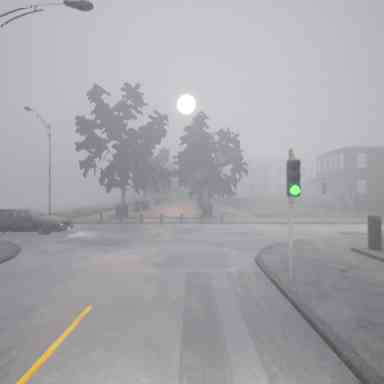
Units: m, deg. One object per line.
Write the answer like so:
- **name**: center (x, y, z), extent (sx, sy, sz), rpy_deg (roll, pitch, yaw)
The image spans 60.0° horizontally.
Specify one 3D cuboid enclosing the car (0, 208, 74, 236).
- **car**: center (-9.475, 1.626, 18.430), extent (5.357, 1.411, 2.033), rpy_deg (0, 0, 0)
